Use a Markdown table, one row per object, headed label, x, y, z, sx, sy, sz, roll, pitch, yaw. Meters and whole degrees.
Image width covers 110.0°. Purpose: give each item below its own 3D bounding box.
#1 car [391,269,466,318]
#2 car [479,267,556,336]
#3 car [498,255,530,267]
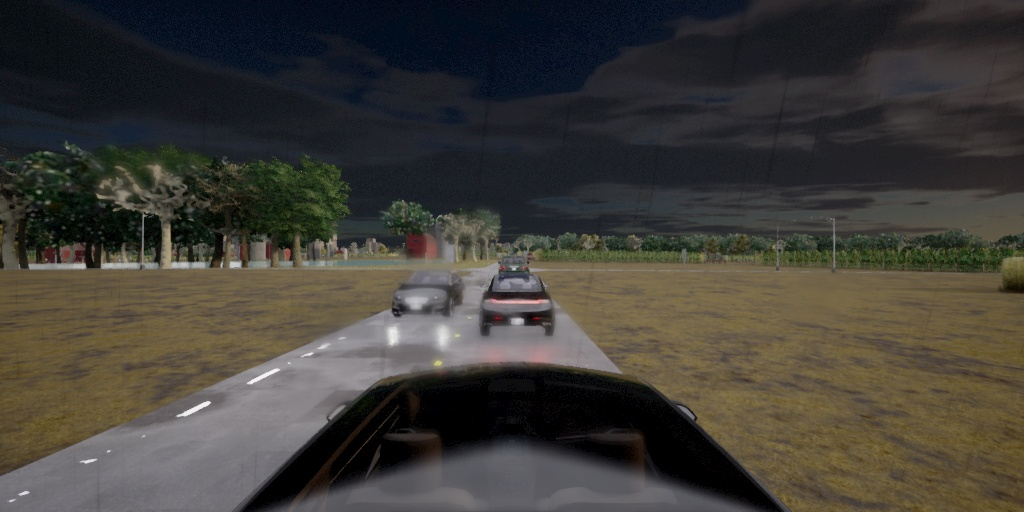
| label | x | y | z | sx | sy | sz | roll | pitch | yaw |
| --- | --- | --- | --- | --- | --- | --- | --- | --- | --- |
| car | -2.834 | 1.239 | 13.033 | 2.128 | 1.511 | 4.902 | 0 | 0 | 0 |
| car | 0.115 | 1.240 | 10.365 | 2.128 | 1.511 | 4.902 | 0 | 0 | 0 |
| car | 0.135 | 0.962 | 26.564 | 2.150 | 2.045 | 5.566 | 0 | 0 | 0 |
